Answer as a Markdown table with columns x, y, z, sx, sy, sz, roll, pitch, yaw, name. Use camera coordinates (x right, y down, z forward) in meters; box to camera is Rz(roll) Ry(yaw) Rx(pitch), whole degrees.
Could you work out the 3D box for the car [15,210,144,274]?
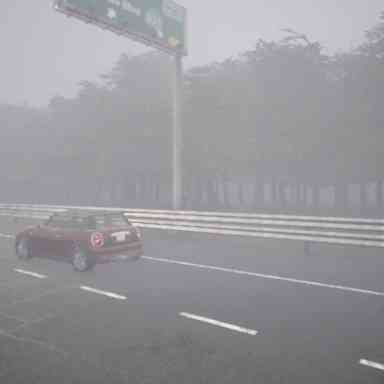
| x | y | z | sx | sy | sz | roll | pitch | yaw | name |
| --- | --- | --- | --- | --- | --- | --- | --- | --- | --- |
| -3.782 | 1.354 | 10.863 | 4.553 | 1.767 | 2.097 | 0 | 0 | 35 | car |
